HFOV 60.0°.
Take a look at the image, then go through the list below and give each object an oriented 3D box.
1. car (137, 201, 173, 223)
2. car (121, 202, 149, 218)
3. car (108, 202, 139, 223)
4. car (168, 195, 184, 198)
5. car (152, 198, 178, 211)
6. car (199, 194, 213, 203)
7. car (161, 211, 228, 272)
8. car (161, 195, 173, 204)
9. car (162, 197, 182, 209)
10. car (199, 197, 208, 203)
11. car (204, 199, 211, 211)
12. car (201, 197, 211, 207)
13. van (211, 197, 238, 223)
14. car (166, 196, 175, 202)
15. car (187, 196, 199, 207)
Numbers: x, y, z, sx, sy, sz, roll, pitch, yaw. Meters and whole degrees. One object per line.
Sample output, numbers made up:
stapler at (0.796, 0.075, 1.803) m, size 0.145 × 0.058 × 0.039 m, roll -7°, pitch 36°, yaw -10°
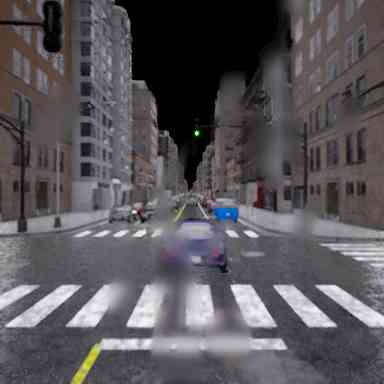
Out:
car at (-2.841, 1.668, 26.236) m, size 1.994 × 1.385 × 4.181 m, roll 0°, pitch 0°, yaw 0°
car at (-5.378, 1.671, 32.023) m, size 1.887 × 1.381 × 4.507 m, roll 0°, pitch 0°, yaw 0°
car at (-5.379, 1.655, 26.342) m, size 2.008 × 1.369 × 4.403 m, roll 0°, pitch 0°, yaw 0°
car at (-2.777, 1.714, 54.988) m, size 1.837 × 1.490 × 4.892 m, roll 0°, pitch 0°, yaw 1°
car at (-2.838, 1.643, 35.090) m, size 1.837 × 1.490 × 4.892 m, roll 0°, pitch 0°, yaw 0°
car at (2.655, 1.523, 54.755) m, size 2.192 × 1.841 × 5.009 m, roll 0°, pitch 0°, yaw 0°
car at (0.093, 1.577, 10.878) m, size 1.812 × 1.442 × 4.674 m, roll 0°, pitch 0°, yaw 0°
car at (-5.365, 1.579, 71.797) m, size 2.192 × 1.841 × 5.009 m, roll 0°, pitch 0°, yaw 0°
car at (-2.819, 1.739, 45.018) m, size 1.994 × 1.385 × 4.181 m, roll 0°, pitch 0°, yaw 1°
car at (2.662, 1.833, 77.479) m, size 2.008 × 1.369 × 4.403 m, roll 0°, pitch 0°, yaw 0°
car at (2.649, 1.731, 37.710) m, size 1.802 × 1.307 × 4.206 m, roll 0°, pitch 0°, yaw 0°
car at (2.653, 1.772, 49.073) m, size 1.802 × 1.307 × 4.206 m, roll 0°, pitch 0°, yaw 0°
van at (2.646, 1.445, 26.349) m, size 1.690 × 1.788 × 3.998 m, roll 0°, pitch 0°, yaw 0°
car at (-5.361, 1.741, 83.160) m, size 1.967 × 1.590 × 4.097 m, roll 0°, pitch 0°, yaw 0°
car at (0.069, 1.760, 56.096) m, size 2.033 × 1.411 × 5.357 m, roll 0°, pitch 0°, yaw 0°
